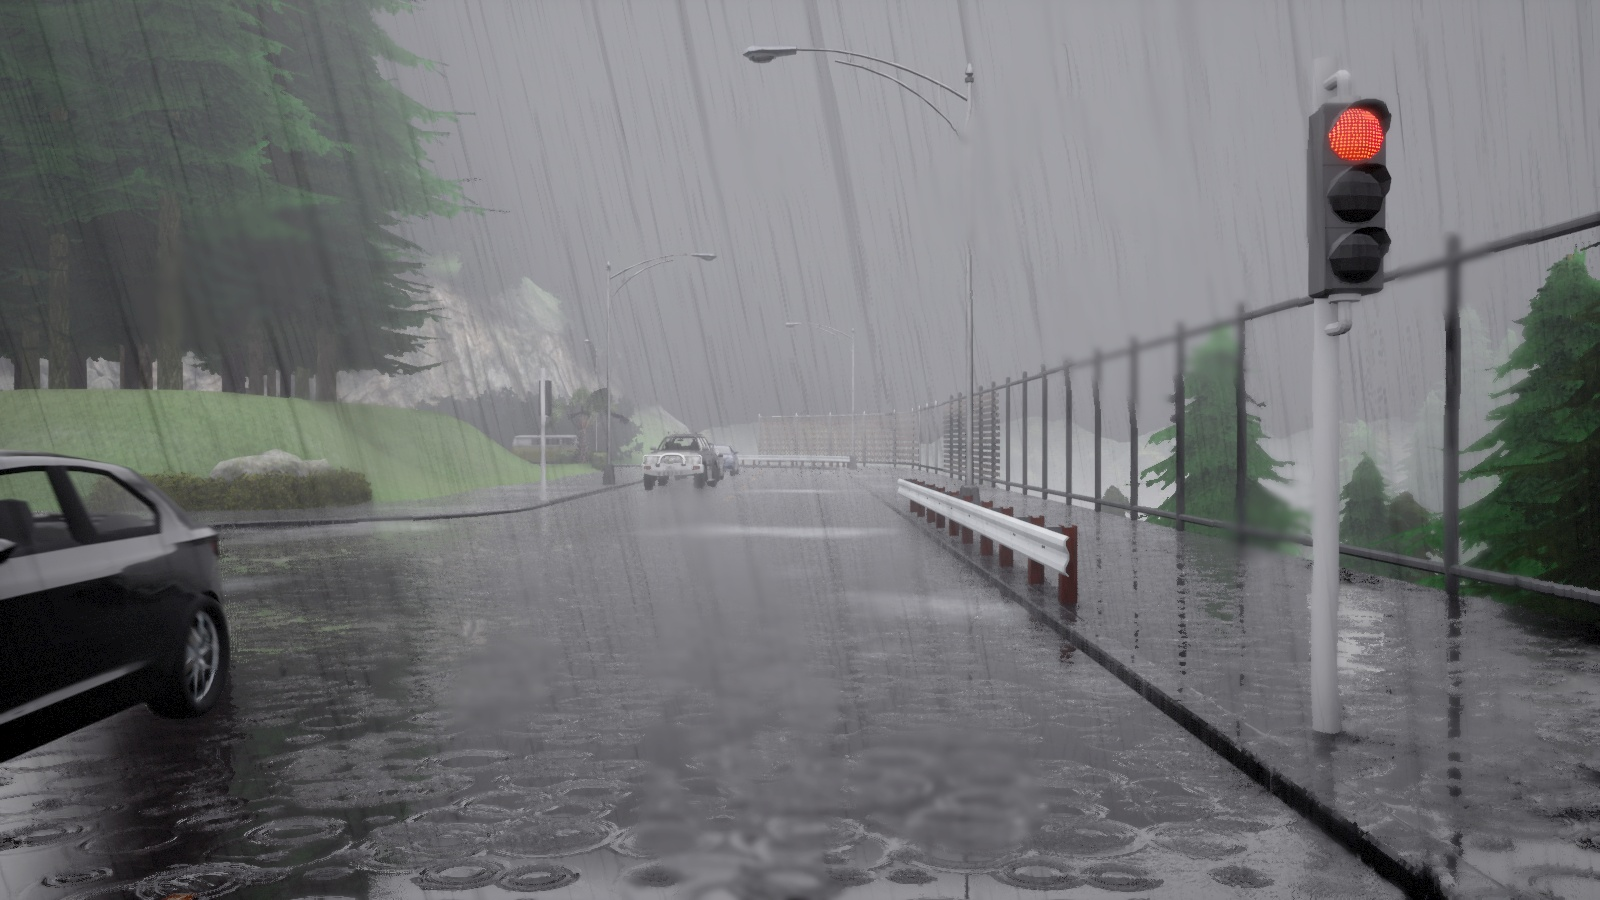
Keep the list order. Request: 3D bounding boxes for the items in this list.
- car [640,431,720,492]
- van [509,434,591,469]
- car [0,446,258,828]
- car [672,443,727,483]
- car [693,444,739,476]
[{"bbox_3d":[-3.834,0.330,40.803,1.932,1.855,4.605,0,0,3],"label":"car"},{"bbox_3d":[-14.568,0.073,73.453,4.442,1.987,1.775,0,0,0],"label":"van"},{"bbox_3d":[-4.032,0.727,5.328,1.816,1.474,4.193,0,0,-3],"label":"car"},{"bbox_3d":[-3.912,0.478,49.425,1.845,1.501,3.633,0,0,0],"label":"car"},{"bbox_3d":[-3.867,0.438,58.740,1.812,1.442,4.674,0,0,0],"label":"car"}]
